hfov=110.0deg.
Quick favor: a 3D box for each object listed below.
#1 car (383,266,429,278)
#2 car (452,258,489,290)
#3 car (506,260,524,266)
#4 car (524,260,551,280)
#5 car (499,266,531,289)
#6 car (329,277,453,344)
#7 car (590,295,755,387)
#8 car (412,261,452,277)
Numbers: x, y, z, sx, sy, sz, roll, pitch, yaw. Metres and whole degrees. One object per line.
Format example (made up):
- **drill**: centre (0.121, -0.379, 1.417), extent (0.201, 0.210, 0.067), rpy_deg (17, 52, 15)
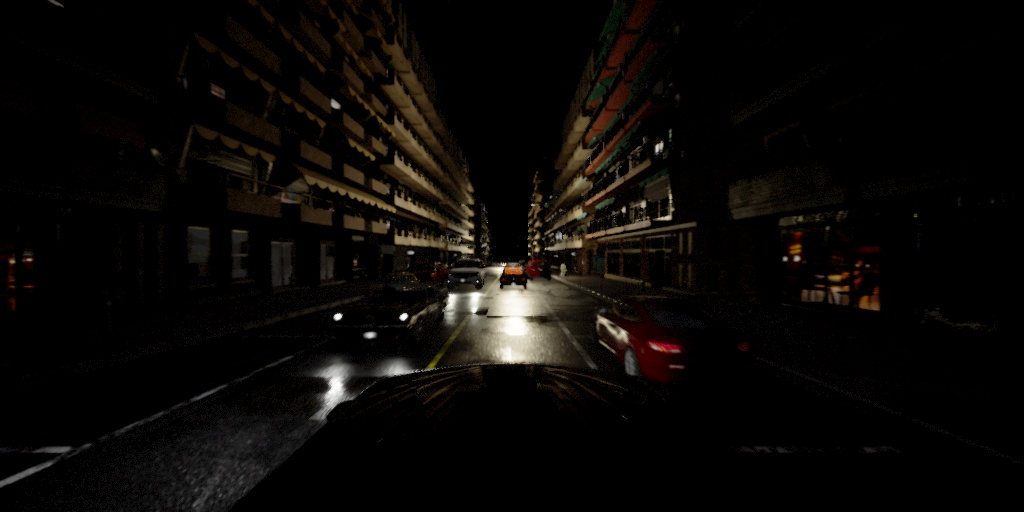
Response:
- **car**: centre (-5.688, 1.430, 17.853), extent (1.751, 1.417, 4.829), rpy_deg (0, 0, 0)
- **car**: centre (-3.094, 1.193, 25.274), extent (2.150, 2.045, 5.566), rpy_deg (0, 0, 0)
- **car**: centre (0.107, 1.447, 38.701), extent (2.097, 1.767, 4.553), rpy_deg (0, -1, 0)
- **car**: centre (2.663, 1.377, 35.074), extent (2.192, 1.841, 5.009), rpy_deg (0, 0, 0)
- **car**: centre (0.104, 1.574, 25.441), extent (1.895, 1.301, 4.718), rpy_deg (0, -1, 0)
- **car**: centre (-3.069, 1.429, 9.976), extent (1.895, 1.301, 4.718), rpy_deg (0, -1, 0)
- **car**: centre (2.658, 1.379, 6.754), extent (1.802, 1.307, 4.207), rpy_deg (0, 0, 0)
- **car**: centre (-5.687, 1.273, 23.688), extent (2.192, 1.841, 5.009), rpy_deg (0, 0, 0)
